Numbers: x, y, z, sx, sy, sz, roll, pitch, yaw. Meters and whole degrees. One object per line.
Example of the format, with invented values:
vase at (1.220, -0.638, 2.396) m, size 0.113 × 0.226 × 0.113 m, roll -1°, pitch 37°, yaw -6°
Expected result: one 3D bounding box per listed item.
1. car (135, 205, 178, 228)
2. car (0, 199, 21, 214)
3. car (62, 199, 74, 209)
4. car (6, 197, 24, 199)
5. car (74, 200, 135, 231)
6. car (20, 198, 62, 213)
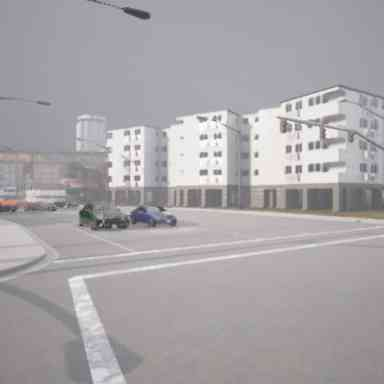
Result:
car at (-2.766, 1.634, 23.267) m, size 1.812 × 1.442 × 4.674 m, roll 0°, pitch 0°, yaw -34°
car at (-21.975, 1.750, 37.909) m, size 4.718 × 1.301 × 1.895 m, roll 0°, pitch 0°, yaw 29°
car at (-18.510, 1.688, 48.011) m, size 4.902 × 1.511 × 2.128 m, roll 0°, pitch 0°, yaw 26°
car at (-28.039, 1.554, 51.763) m, size 4.553 × 1.767 × 2.097 m, roll 0°, pitch 0°, yaw 13°
car at (-5.751, 1.450, 21.378) m, size 2.097 × 1.767 × 4.553 m, roll 0°, pitch 0°, yaw -34°
car at (-17.937, 1.725, 39.492) m, size 4.181 × 1.385 × 1.994 m, roll 0°, pitch 0°, yaw 32°
